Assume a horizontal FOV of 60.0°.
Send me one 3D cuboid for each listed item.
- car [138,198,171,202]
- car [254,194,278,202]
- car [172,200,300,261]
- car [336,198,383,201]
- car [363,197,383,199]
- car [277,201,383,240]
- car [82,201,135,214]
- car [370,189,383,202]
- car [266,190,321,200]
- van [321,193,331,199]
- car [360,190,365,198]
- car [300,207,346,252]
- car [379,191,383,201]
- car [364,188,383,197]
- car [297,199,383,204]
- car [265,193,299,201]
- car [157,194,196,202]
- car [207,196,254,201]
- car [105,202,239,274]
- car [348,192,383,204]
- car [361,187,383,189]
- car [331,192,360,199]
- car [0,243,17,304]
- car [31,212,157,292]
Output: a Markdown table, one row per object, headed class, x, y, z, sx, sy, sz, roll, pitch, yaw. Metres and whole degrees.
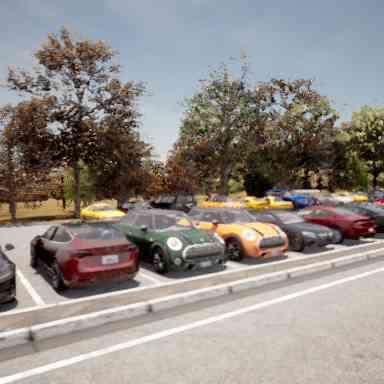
| class | x | y | z | sx | sy | sz | roll | pitch | yaw |
| --- | --- | --- | --- | --- | --- | --- | --- | --- | --- |
| car | -3.954 | 1.460 | 24.779 | 2.097 | 1.535 | 5.008 | -1 | 1 | -35 |
| car | 5.191 | 1.254 | 31.166 | 2.097 | 1.535 | 5.008 | -2 | 1 | -35 |
| car | 1.387 | 1.369 | 12.582 | 2.185 | 1.767 | 4.553 | -1 | 0 | -35 |
| car | 10.559 | 1.349 | 18.928 | 2.163 | 1.488 | 4.792 | -2 | 1 | -35 |
| car | 12.826 | 1.296 | 20.547 | 2.002 | 1.452 | 4.674 | -2 | 1 | -35 |
| car | 5.977 | 1.423 | 15.750 | 2.097 | 1.535 | 5.008 | -1 | 1 | -35 |
| car | -6.129 | 1.488 | 23.023 | 1.946 | 1.575 | 5.366 | -1 | 0 | -35 |
| car | 28.114 | 0.433 | 47.177 | 2.185 | 1.767 | 4.553 | -2 | 1 | -35 |
| car | 9.862 | 0.863 | 34.407 | 2.435 | 2.045 | 5.566 | -2 | 1 | -35 |
| van | 12.195 | 0.820 | 35.931 | 1.878 | 1.987 | 4.442 | -2 | 1 | -35 |
| car | 18.972 | 0.839 | 40.823 | 2.097 | 1.535 | 5.008 | -2 | 1 | -35 |
| car | 3.688 | 1.503 | 14.158 | 2.002 | 1.452 | 4.674 | -1 | 1 | -35 |
| car | 30.379 | 0.527 | 48.804 | 2.002 | 1.452 | 4.674 | -2 | 1 | -35 |
| car | 15.082 | 0.936 | 22.164 | 2.435 | 2.045 | 5.566 | -2 | 1 | -35 |
| car | 8.262 | 1.375 | 17.350 | 2.097 | 1.535 | 5.008 | -1 | 1 | -35 |
| car | 7.464 | 1.180 | 32.989 | 1.946 | 1.575 | 5.366 | -2 | 1 | -35 |
| car | -1.685 | 1.170 | 26.394 | 2.435 | 2.045 | 5.566 | -1 | 1 | -35 |
| car | 2.886 | 1.192 | 29.597 | 2.185 | 1.767 | 4.553 | -1 | 1 | -35 |
| car | -0.891 | 1.393 | 10.988 | 2.185 | 1.767 | 4.553 | -1 | 0 | -35 |
| car | 23.520 | 0.729 | 44.034 | 2.163 | 1.488 | 4.792 | -2 | 1 | -35 |
| car | 25.830 | 0.379 | 45.582 | 2.435 | 2.045 | 5.566 | -2 | 1 | -35 |
| car | 16.693 | 0.949 | 39.225 | 2.002 | 1.452 | 4.674 | -2 | 1 | -35 |
| car | -5.423 | 1.567 | 7.742 | 2.163 | 1.488 | 4.792 | 0 | 0 | -35 |
| car | -3.173 | 1.561 | 9.389 | 2.163 | 1.488 | 4.792 | 0 | 0 | -35 |
